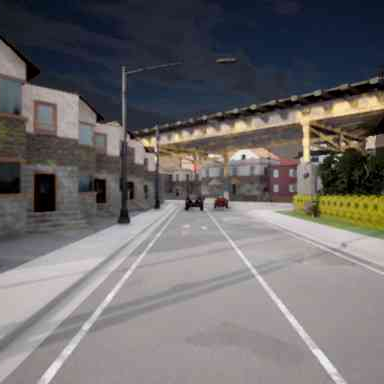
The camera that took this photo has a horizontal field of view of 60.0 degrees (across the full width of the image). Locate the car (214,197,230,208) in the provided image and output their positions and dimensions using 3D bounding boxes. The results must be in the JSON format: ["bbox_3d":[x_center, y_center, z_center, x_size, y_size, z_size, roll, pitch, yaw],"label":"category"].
[{"bbox_3d":[4.258,1.480,46.912,1.882,1.535,5.008,0,0,9],"label":"car"}]

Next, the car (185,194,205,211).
[{"bbox_3d":[0.346,1.224,41.426,2.150,2.045,5.566,0,0,3],"label":"car"}]
